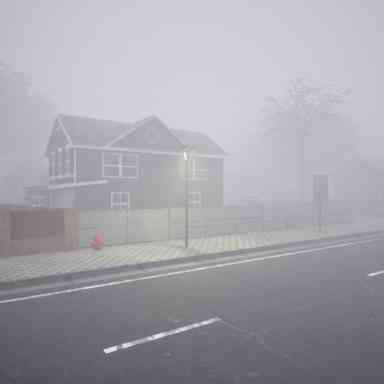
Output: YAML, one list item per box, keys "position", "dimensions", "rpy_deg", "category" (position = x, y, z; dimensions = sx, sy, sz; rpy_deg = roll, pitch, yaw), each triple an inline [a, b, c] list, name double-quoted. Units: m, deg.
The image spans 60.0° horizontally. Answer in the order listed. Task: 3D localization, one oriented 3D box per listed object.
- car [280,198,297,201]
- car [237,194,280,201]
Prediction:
- position: [11.489, 1.534, 41.280]
  dimensions: [2.128, 1.511, 4.902]
  rpy_deg: [0, 0, -35]
  category: "car"
- position: [7.801, 1.269, 41.442]
  dimensions: [2.150, 2.045, 5.566]
  rpy_deg: [0, 0, -35]
  category: "car"
